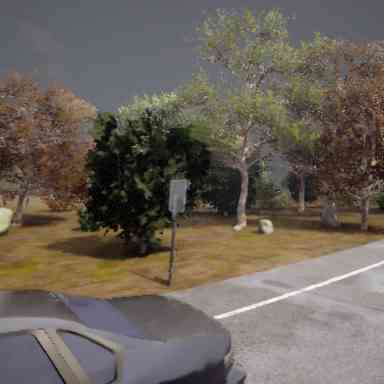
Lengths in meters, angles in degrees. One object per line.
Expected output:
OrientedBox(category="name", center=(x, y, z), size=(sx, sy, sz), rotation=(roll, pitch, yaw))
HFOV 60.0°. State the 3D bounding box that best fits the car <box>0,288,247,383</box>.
OrientedBox(category="car", center=(-2.047, 1.557, 2.275), size=(5.357, 1.411, 2.033), rotation=(0, 0, -36))
